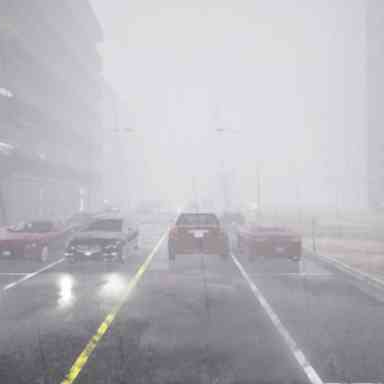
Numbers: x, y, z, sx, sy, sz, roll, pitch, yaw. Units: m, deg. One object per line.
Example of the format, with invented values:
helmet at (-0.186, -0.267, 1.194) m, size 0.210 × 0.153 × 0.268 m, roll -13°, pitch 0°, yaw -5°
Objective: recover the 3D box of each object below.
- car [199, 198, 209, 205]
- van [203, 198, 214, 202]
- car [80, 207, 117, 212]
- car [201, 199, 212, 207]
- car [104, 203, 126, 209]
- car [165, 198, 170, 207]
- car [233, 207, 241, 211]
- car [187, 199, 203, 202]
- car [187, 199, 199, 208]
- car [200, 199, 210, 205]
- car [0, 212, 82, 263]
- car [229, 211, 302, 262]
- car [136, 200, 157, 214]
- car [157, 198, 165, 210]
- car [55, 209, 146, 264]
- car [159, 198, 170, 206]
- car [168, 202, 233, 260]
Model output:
car at (2.846, 2.251, 79.288) m, size 2.008 × 1.369 × 4.403 m, roll 1°, pitch -1°, yaw 0°
van at (2.742, 1.824, 54.830) m, size 1.690 × 1.788 × 3.998 m, roll 1°, pitch -1°, yaw 0°
car at (-5.676, 1.724, 18.025) m, size 1.947 × 1.339 × 4.313 m, roll 1°, pitch 0°, yaw 0°
car at (2.797, 2.102, 63.289) m, size 1.887 × 1.381 × 4.507 m, roll 1°, pitch -1°, yaw 0°
car at (-5.673, 1.647, 23.596) m, size 1.967 × 1.590 × 4.097 m, roll 1°, pitch -1°, yaw 0°
car at (-5.746, 2.133, 62.581) m, size 1.802 × 1.307 × 4.206 m, roll 1°, pitch -1°, yaw 0°
car at (2.706, 1.758, 23.592) m, size 2.008 × 1.369 × 4.403 m, roll 1°, pitch -1°, yaw 0°
car at (0.109, 1.854, 42.845) m, size 1.882 × 1.535 × 5.008 m, roll 0°, pitch 0°, yaw 0°
car at (0.112, 2.024, 60.509) m, size 2.128 × 1.511 × 4.902 m, roll 0°, pitch -1°, yaw 0°
car at (2.845, 2.201, 73.719) m, size 2.008 × 1.369 × 4.403 m, roll 1°, pitch -1°, yaw 0°
car at (-5.677, 1.654, 12.456) m, size 1.887 × 1.381 × 4.507 m, roll 1°, pitch 0°, yaw 0°
car at (2.704, 1.654, 12.453) m, size 1.887 × 1.381 × 4.507 m, roll 1°, pitch 0°, yaw 0°
car at (-5.672, 1.936, 40.303) m, size 1.802 × 1.307 × 4.206 m, roll 1°, pitch -1°, yaw 0°
car at (-5.672, 1.892, 51.443) m, size 1.967 × 1.590 × 4.097 m, roll 1°, pitch -1°, yaw 0°
car at (-3.098, 1.613, 12.355) m, size 1.837 × 1.490 × 4.892 m, roll 0°, pitch 0°, yaw 0°
car at (-5.793, 2.070, 71.486) m, size 1.967 × 1.590 × 4.097 m, roll 1°, pitch -1°, yaw 0°
car at (0.161, 1.468, 13.163) m, size 2.097 × 1.767 × 4.553 m, roll 0°, pitch -1°, yaw -2°
